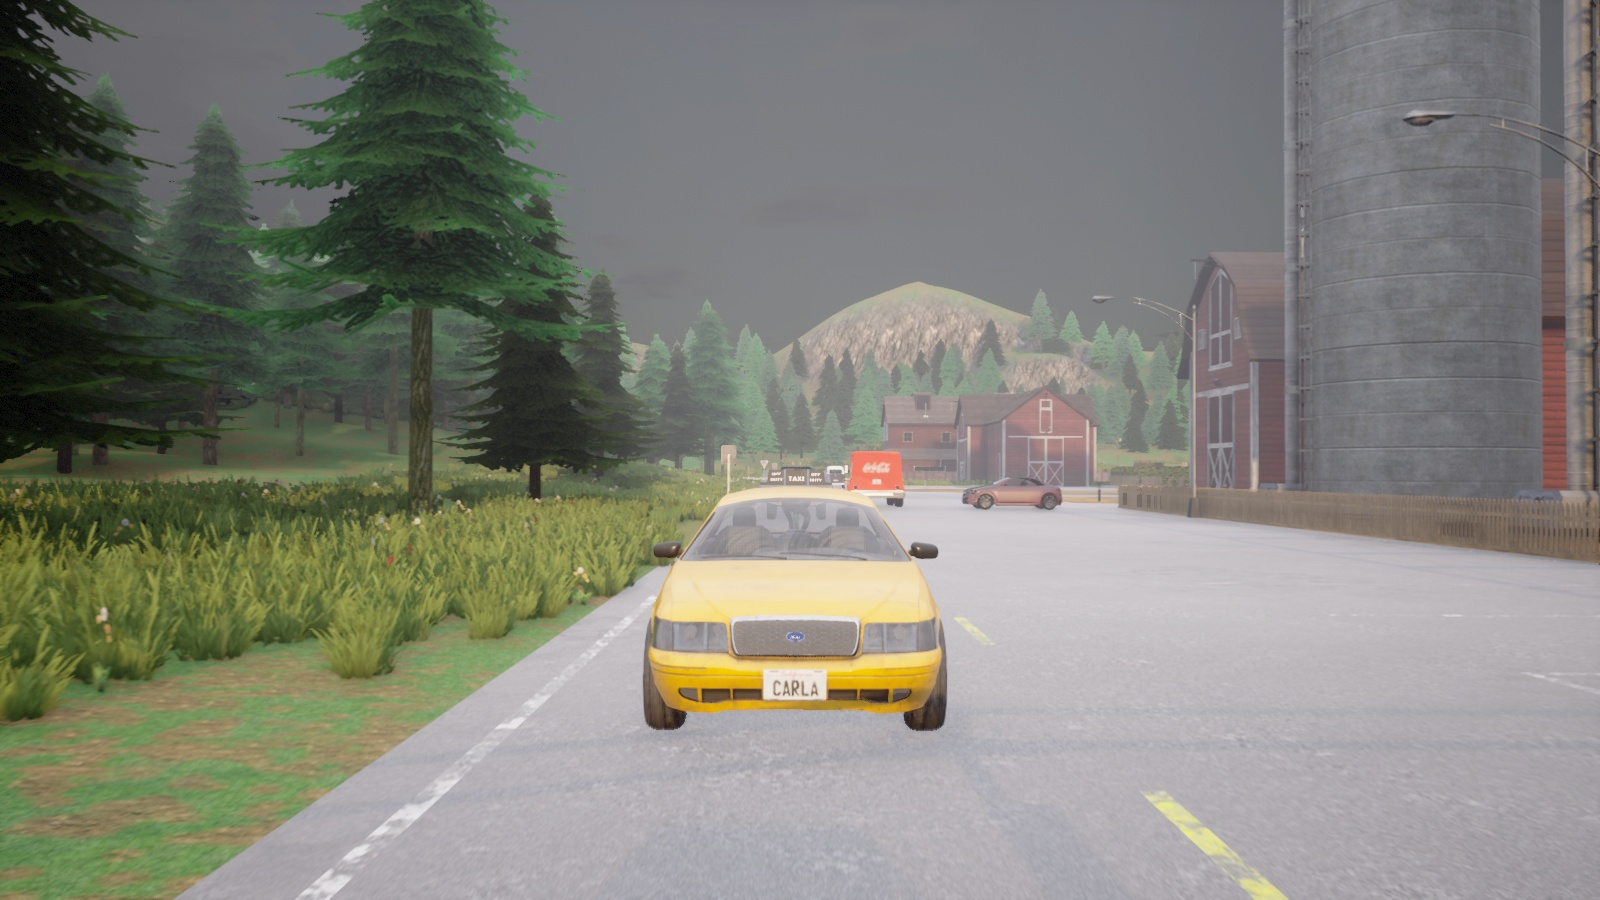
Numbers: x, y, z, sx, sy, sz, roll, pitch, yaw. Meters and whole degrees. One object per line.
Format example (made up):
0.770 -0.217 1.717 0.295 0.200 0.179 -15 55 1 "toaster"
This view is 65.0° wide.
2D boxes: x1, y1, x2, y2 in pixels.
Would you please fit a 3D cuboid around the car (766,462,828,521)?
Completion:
-0.108 1.341 41.679 1.932 1.855 4.605 0 -1 0 "car"

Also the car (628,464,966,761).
-0.025 0.914 9.392 1.801 1.575 5.366 0 -1 0 "car"

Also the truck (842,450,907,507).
3.350 1.292 57.470 2.627 2.467 5.204 0 -1 0 "truck"
